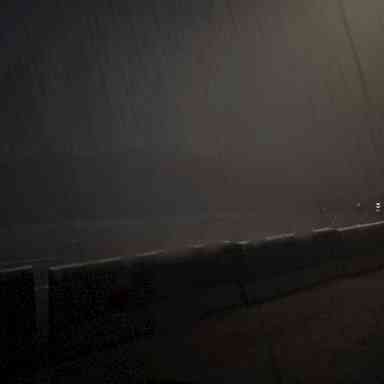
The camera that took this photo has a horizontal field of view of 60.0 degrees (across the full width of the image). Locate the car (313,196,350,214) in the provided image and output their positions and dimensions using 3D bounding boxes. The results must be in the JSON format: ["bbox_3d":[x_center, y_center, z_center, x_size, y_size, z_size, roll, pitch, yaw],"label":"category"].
[{"bbox_3d":[13.788,1.191,31.020,4.892,1.490,1.837,-1,1,-35],"label":"car"}]

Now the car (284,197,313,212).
[{"bbox_3d":[11.762,1.233,33.877,5.357,1.411,2.033,-1,1,-35],"label":"car"}]

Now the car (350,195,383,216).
[{"bbox_3d":[15.896,1.037,28.224,4.553,1.767,2.097,-1,1,-35],"label":"car"}]
